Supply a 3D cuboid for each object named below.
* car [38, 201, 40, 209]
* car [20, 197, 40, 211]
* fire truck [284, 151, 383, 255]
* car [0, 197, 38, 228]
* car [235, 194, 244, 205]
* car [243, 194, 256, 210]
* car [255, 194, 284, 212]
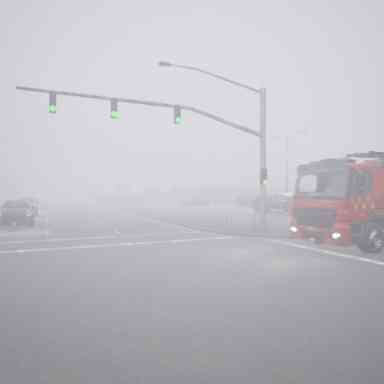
[{"bbox_3d":[-15.605,1.313,31.171,2.097,1.767,4.553,0,0,-24],"label":"car"},{"bbox_3d":[-20.215,1.445,41.672,2.128,1.511,4.902,0,0,-24],"label":"car"},{"bbox_3d":[8.422,0.362,14.263,8.468,3.827,2.891,0,0,-24],"label":"fire truck"},{"bbox_3d":[-11.603,1.317,22.057,2.097,1.767,4.553,0,0,-24],"label":"car"},{"bbox_3d":[8.447,1.156,48.196,4.605,1.855,1.932,0,0,-23],"label":"car"},{"bbox_3d":[9.556,1.368,45.752,3.905,1.438,1.784,0,0,-23],"label":"car"},{"bbox_3d":[10.702,1.400,43.093,3.806,1.475,1.970,0,0,-23],"label":"car"}]
